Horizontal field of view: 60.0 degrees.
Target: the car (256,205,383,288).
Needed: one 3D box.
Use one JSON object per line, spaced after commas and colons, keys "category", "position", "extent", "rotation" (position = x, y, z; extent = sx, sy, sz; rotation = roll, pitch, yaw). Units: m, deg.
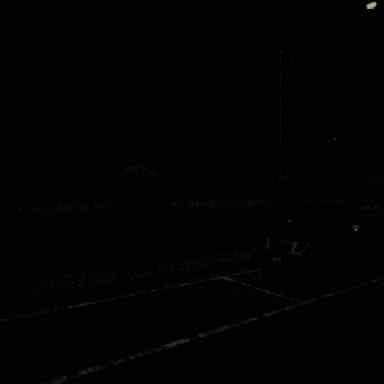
{"category": "car", "position": [4.086, 1.313, 9.455], "extent": [5.009, 1.841, 2.192], "rotation": [0, 0, -36]}
